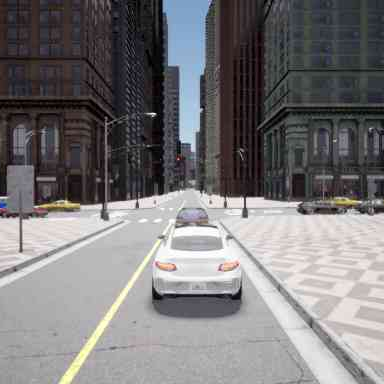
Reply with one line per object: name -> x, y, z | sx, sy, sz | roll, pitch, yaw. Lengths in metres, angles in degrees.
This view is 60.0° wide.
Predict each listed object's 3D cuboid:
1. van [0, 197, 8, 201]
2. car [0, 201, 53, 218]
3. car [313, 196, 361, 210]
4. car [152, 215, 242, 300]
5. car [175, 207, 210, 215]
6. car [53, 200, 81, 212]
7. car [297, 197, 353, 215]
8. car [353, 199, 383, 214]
van -> -20.962, 1.457, 38.640 | 3.998, 1.788, 1.690 | -1, 1, 0
car -> -15.286, 1.728, 30.110 | 4.206, 1.307, 1.802 | -1, 1, 0
car -> 16.731, 1.233, 38.571 | 4.829, 1.417, 1.752 | -1, 1, 0
car -> 0.099, 1.521, 8.247 | 1.812, 1.442, 4.674 | 0, 0, 0
car -> 0.028, 1.533, 17.837 | 2.033, 1.411, 5.357 | 0, 0, 1
car -> -15.450, 1.585, 38.634 | 4.829, 1.417, 1.752 | -1, 1, 0
car -> 11.682, 1.419, 30.057 | 4.313, 1.339, 1.947 | -1, 1, 0
car -> 17.061, 1.342, 30.046 | 4.403, 1.369, 2.008 | -1, 1, 0
